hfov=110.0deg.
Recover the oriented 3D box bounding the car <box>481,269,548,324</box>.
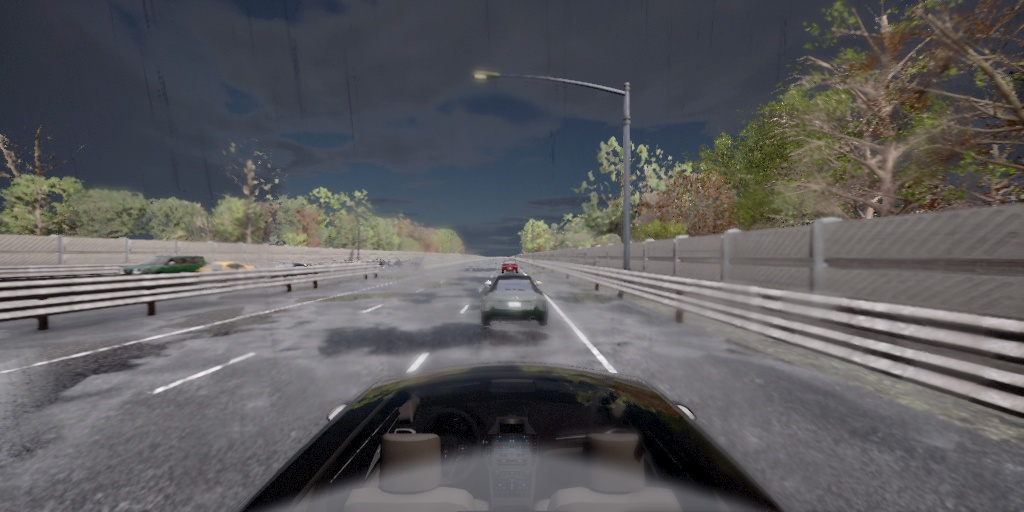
[{"bbox_3d":[0.070,1.316,11.911,1.994,1.385,4.181,0,0,0],"label":"car"}]

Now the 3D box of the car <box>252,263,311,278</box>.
[{"bbox_3d":[-17.805,1.286,28.425,1.812,1.442,4.674,0,0,0],"label":"car"}]

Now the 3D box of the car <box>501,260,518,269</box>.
[{"bbox_3d":[-0.284,1.241,43.680,1.882,1.535,5.008,0,0,-1],"label":"car"}]

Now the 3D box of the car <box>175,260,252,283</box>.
[{"bbox_3d":[-21.319,1.238,26.354,1.882,1.535,5.008,0,0,0],"label":"car"}]

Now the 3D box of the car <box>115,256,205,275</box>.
[{"bbox_3d":[-24.816,0.983,25.844,2.150,2.045,5.566,0,0,1],"label":"car"}]
